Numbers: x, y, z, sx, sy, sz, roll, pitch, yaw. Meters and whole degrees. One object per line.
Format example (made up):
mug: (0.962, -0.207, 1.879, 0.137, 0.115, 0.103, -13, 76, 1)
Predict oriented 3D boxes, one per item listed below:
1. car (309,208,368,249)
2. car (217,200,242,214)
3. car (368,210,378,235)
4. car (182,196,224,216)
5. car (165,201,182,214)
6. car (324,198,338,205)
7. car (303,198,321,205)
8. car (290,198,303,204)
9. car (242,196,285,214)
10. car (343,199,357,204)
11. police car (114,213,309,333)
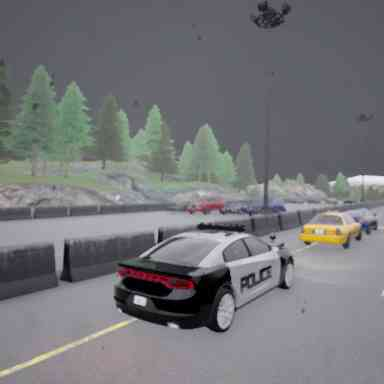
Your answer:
car: (6.604, 1.590, 15.433, 1.801, 1.575, 5.366, 0, 0, 36)
car: (4.826, 1.790, 35.293, 1.994, 1.385, 4.181, 0, 0, 36)
car: (10.003, 1.686, 20.153, 1.812, 1.442, 4.674, 0, 0, 36)
car: (1.737, 1.454, 36.999, 2.150, 2.045, 5.566, 0, 0, 36)
car: (-0.822, 1.791, 39.430, 2.033, 1.411, 5.357, 0, 0, 36)
car: (28.525, 1.905, 68.041, 1.812, 1.442, 4.674, 0, 0, 36)
car: (25.667, 1.984, 70.061, 1.895, 1.301, 4.718, 0, 0, 36)
car: (22.601, 1.948, 71.792, 1.994, 1.385, 4.181, 0, 0, 36)
car: (7.417, 1.438, 32.908, 2.150, 2.045, 5.566, 0, 0, 36)
car: (31.348, 1.967, 65.971, 1.895, 1.301, 4.718, 0, 0, 36)
police car: (0.708, 1.494, 7.245, 1.930, 1.638, 5.238, 0, -1, 36)
